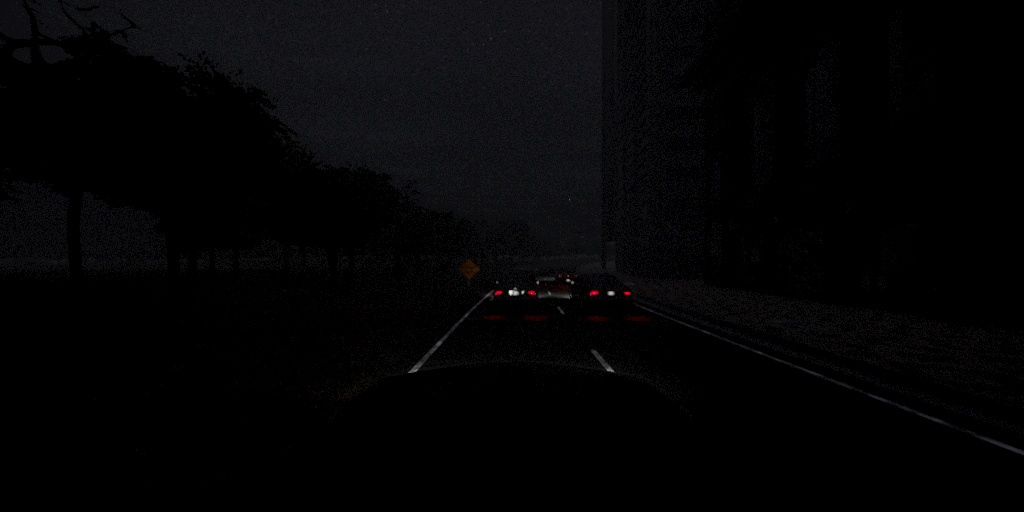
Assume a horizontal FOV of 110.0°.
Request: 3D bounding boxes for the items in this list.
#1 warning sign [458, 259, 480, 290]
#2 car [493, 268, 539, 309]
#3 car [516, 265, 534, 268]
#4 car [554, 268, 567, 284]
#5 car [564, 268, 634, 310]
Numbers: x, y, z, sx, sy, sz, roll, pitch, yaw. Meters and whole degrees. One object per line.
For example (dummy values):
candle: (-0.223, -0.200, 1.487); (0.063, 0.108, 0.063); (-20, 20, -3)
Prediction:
warning sign: (-2.582, 1.068, 21.440); (1.300, 1.860, 1.060); (0, 0, 3)
car: (0.216, 1.444, 15.739); (2.033, 1.411, 5.357); (0, -1, 2)
car: (1.139, 1.520, 31.119); (1.882, 1.535, 5.008); (0, 0, 5)
car: (4.591, 1.641, 30.470); (1.895, 1.301, 4.718); (0, 0, 5)
car: (3.714, 1.445, 15.612); (2.033, 1.411, 5.357); (0, -1, 2)
